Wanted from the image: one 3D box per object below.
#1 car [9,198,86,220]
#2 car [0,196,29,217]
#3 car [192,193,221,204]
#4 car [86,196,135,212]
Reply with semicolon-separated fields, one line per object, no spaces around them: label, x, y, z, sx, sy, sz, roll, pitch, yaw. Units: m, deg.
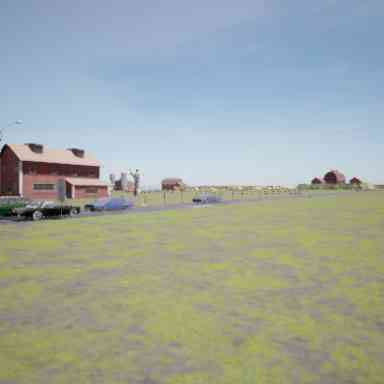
car;-10.878;1.361;25.347;1.895;1.301;4.718;1;1;38
car;-14.302;1.115;25.405;2.097;1.767;4.553;1;1;36
car;2.167;0.895;48.042;2.033;1.411;5.357;1;1;36
car;-8.264;1.160;33.727;2.033;1.411;5.357;1;1;36
